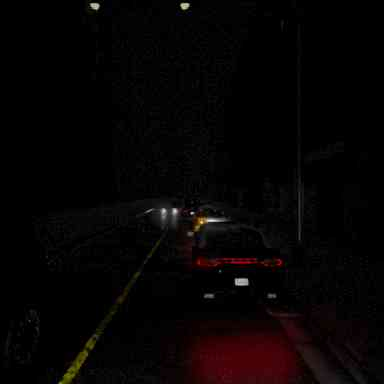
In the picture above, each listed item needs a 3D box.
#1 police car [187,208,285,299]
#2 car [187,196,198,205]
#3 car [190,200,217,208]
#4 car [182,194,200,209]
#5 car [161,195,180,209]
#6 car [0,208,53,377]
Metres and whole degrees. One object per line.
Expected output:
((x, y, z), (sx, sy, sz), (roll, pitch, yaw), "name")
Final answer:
((0.903, 1.430, 8.619), (1.930, 1.638, 5.238), (0, 0, 0), "police car")
((0.019, 1.573, 60.343), (1.882, 1.535, 5.008), (0, 0, 0), "car")
((0.906, 1.468, 18.701), (1.801, 1.575, 5.366), (0, 0, 0), "car")
((0.030, 1.413, 46.599), (2.097, 1.767, 4.553), (0, 0, 0), "car")
((-3.084, 1.587, 46.472), (1.812, 1.442, 4.674), (0, 0, 0), "car")
((-3.101, 1.222, 2.627), (2.150, 2.045, 5.566), (0, 0, 0), "car")
